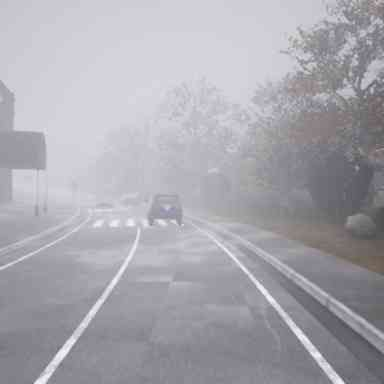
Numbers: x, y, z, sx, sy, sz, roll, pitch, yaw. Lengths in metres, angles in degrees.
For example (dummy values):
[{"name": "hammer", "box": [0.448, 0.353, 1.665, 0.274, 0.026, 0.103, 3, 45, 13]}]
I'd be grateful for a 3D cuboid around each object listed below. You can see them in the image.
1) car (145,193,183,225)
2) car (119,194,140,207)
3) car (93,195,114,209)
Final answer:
[{"name": "car", "box": [-2.033, 1.090, 23.124, 2.150, 2.045, 5.566, 1, 1, -11]}, {"name": "car", "box": [-7.930, 0.989, 41.863, 1.882, 1.535, 5.008, 1, 1, -23]}, {"name": "car", "box": [-10.054, 1.093, 37.524, 2.033, 1.411, 5.357, 1, 1, -21]}]
